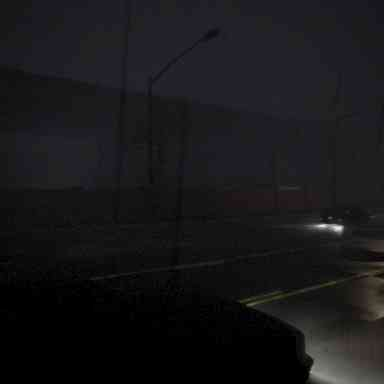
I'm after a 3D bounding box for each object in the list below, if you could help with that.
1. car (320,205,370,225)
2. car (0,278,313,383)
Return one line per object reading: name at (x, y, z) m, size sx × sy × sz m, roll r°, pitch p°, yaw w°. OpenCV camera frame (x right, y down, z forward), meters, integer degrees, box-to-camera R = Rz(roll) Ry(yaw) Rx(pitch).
car at (11.595, 1.673, 25.157) m, size 4.181 × 1.385 × 1.994 m, roll 0°, pitch 0°, yaw -35°
car at (-1.283, 1.551, 2.832) m, size 5.357 × 1.411 × 2.033 m, roll 1°, pitch 0°, yaw -36°
